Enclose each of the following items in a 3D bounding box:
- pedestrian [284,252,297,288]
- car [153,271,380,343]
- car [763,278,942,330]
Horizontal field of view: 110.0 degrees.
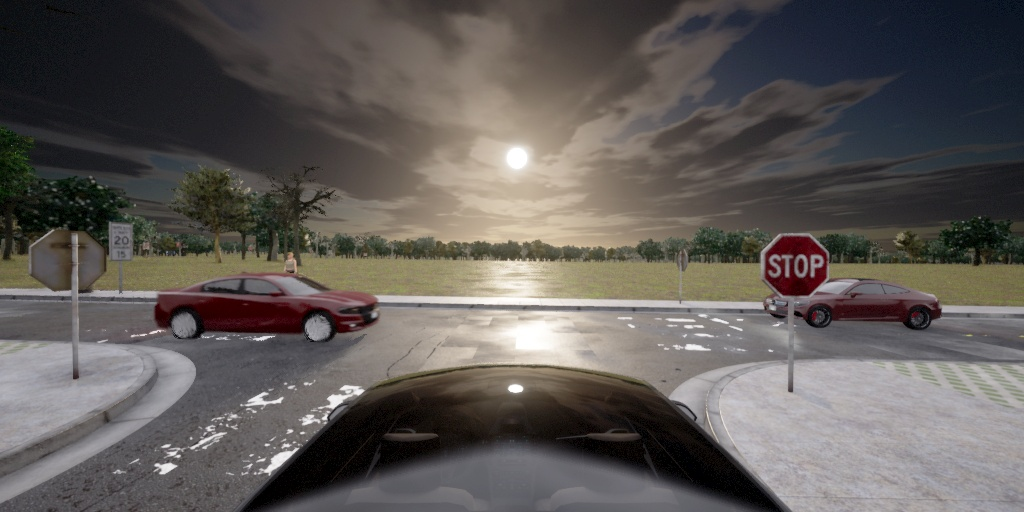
[{"bbox_3d":[-9.240,0.750,14.921,0.375,1.860,0.375,0,-1,2],"label":"pedestrian"},{"bbox_3d":[-5.903,1.163,8.953,5.008,1.535,1.882,1,0,2],"label":"car"},{"bbox_3d":[10.660,1.432,11.394,4.674,1.442,1.812,1,0,2],"label":"car"}]
